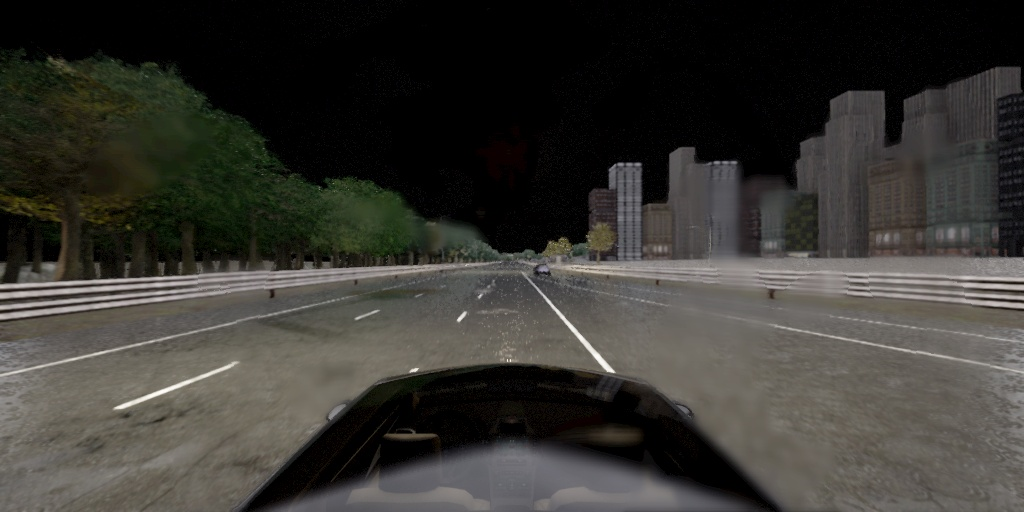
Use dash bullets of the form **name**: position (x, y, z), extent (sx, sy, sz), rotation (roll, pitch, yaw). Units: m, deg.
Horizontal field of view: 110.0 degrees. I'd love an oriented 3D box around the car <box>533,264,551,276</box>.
- **car**: position (4.037, 1.828, 49.114), extent (2.033, 1.649, 4.856), rotation (0, -1, -4)
